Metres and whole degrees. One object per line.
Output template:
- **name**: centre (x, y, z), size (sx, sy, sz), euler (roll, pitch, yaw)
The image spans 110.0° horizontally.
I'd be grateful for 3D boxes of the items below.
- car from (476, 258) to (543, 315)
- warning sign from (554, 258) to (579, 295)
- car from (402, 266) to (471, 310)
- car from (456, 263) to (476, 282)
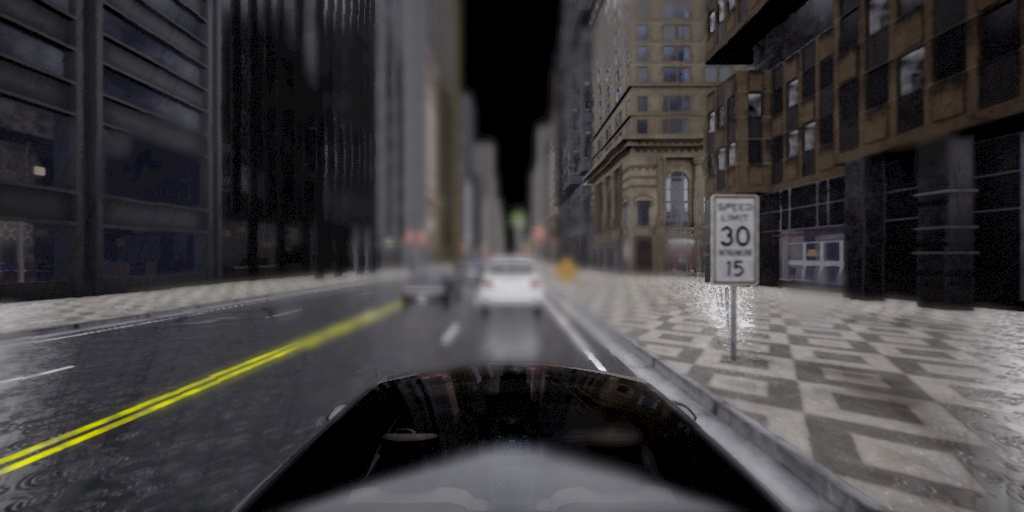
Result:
- **car**: centre (0.011, 1.094, 14.437), size (2.150, 2.045, 5.566), euler (0, 0, 0)
- **warning sign**: centre (2.848, 1.025, 18.711), size (1.300, 1.860, 1.060), euler (0, 0, 0)
- **car**: centre (-3.230, 1.371, 15.366), size (2.128, 1.511, 4.902), euler (0, 0, 0)
- **car**: centre (-3.232, 1.583, 30.459), size (1.994, 1.385, 4.181), euler (0, 0, 1)
